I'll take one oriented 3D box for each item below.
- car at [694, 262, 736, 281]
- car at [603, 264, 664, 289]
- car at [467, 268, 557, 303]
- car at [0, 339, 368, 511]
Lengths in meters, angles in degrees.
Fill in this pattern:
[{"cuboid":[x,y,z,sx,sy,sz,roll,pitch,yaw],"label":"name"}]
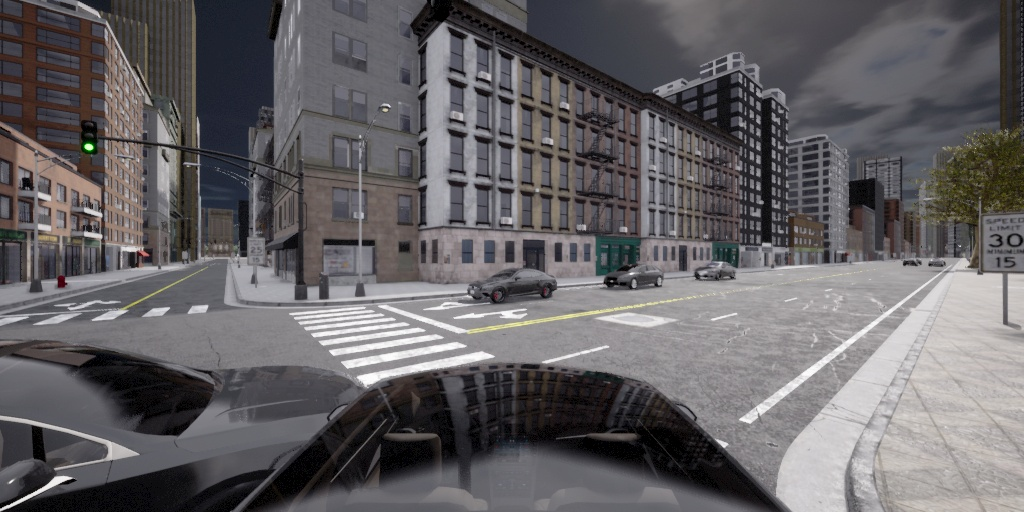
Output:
[{"cuboid":[17.231,1.238,30.399,4.902,1.511,2.128,0,0,-38],"label":"car"},{"cuboid":[7.876,1.260,22.995,4.892,1.490,1.837,0,0,-38],"label":"car"},{"cuboid":[0.124,1.288,16.846,4.674,1.442,1.812,0,0,-38],"label":"car"},{"cuboid":[-3.206,1.257,1.906,4.892,1.490,1.837,0,0,-34],"label":"car"}]
